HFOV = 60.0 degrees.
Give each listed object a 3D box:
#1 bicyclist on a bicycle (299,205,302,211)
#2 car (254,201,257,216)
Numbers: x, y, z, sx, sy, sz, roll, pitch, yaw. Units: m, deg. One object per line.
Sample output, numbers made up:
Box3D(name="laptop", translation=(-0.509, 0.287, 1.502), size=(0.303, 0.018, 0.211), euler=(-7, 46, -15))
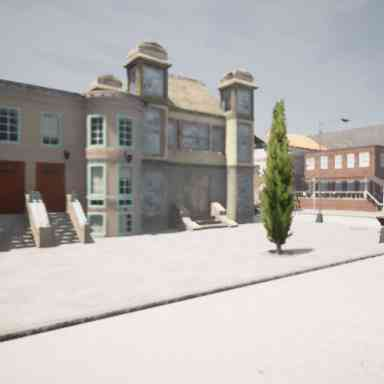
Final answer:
Box3D(name="bicyclist on a bicycle", translation=(12.065, 1.381, 37.891), size=(1.656, 1.620, 0.582), euler=(0, 0, -36))
Box3D(name="car", translation=(5.499, 1.515, 32.634), size=(2.128, 1.511, 4.902), euler=(0, 0, -36))
